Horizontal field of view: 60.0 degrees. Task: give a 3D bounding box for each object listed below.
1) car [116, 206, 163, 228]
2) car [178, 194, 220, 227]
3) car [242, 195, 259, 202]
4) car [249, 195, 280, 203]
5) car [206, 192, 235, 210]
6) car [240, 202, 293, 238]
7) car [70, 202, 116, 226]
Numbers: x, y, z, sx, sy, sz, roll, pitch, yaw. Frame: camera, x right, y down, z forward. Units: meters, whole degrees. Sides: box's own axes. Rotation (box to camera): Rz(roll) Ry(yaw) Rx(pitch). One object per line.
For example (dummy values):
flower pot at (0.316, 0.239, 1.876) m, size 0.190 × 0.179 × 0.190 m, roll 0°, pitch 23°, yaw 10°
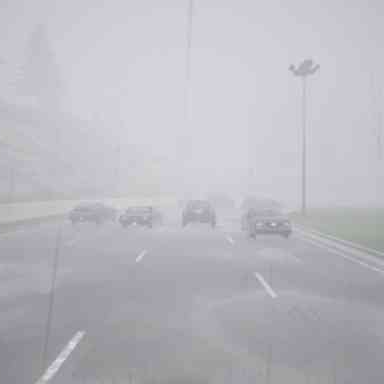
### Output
car at (-3.059, 1.506, 21.188) m, size 1.895 × 1.301 × 4.718 m, roll 0°, pitch 0°, yaw 5°
car at (0.618, 1.252, 22.314) m, size 2.097 × 1.767 × 4.553 m, roll 0°, pitch 0°, yaw 6°
car at (7.979, 1.168, 41.339) m, size 2.097 × 1.767 × 4.553 m, roll 0°, pitch 0°, yaw 34°
car at (8.143, 1.389, 35.375) m, size 2.033 × 1.411 × 5.357 m, roll 0°, pitch 0°, yaw 28°
car at (3.392, 1.039, 40.859) m, size 2.150 × 2.045 × 5.566 m, roll 0°, pitch 0°, yaw 31°
car at (3.675, 1.470, 17.179) m, size 2.033 × 1.411 × 5.357 m, roll 0°, pitch 0°, yaw 2°
car at (-6.537, 1.390, 22.553) m, size 2.128 × 1.511 × 4.902 m, roll 0°, pitch 0°, yaw 4°
